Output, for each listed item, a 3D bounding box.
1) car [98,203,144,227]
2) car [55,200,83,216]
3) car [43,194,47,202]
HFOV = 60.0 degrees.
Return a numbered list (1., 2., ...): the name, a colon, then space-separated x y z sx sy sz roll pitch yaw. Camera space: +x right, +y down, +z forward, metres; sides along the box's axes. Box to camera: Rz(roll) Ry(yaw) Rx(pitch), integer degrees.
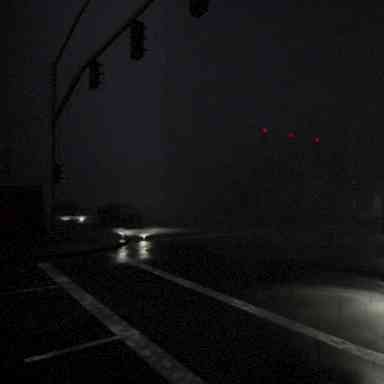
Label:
1. car: -5.259 1.585 24.211 1.882 1.535 5.008 1 0 -36
2. car: -12.994 1.585 34.974 1.882 1.535 5.008 1 -1 -36
3. car: -37.506 1.371 87.081 2.150 2.045 5.566 1 0 -36
